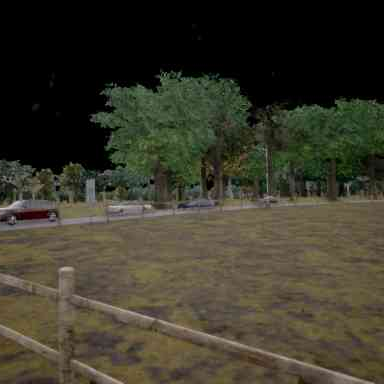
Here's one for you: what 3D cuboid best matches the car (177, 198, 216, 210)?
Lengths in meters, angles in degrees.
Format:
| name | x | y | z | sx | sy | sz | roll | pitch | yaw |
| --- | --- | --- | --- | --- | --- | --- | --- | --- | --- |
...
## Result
| name | x | y | z | sx | sy | sz | roll | pitch | yaw |
| --- | --- | --- | --- | --- | --- | --- | --- | --- | --- |
| car | 0.620 | 1.431 | 40.389 | 2.033 | 1.411 | 5.357 | -2 | -1 | 43 |

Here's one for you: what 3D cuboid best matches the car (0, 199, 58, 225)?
| name | x | y | z | sx | sy | sz | roll | pitch | yaw |
| --- | --- | --- | --- | --- | --- | --- | --- | --- | --- |
| car | -12.140 | 1.356 | 24.102 | 2.097 | 1.767 | 4.553 | -2 | -1 | 35 |

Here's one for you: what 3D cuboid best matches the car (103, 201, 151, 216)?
| name | x | y | z | sx | sy | sz | roll | pitch | yaw |
| --- | --- | --- | --- | --- | --- | --- | --- | --- | --- |
| car | -6.231 | 1.555 | 32.244 | 1.895 | 1.301 | 4.718 | -2 | -1 | 38 |

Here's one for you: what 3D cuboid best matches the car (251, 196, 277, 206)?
| name | x | y | z | sx | sy | sz | roll | pitch | yaw |
| --- | --- | --- | --- | --- | --- | --- | --- | --- | --- |
| car | 10.903 | 1.286 | 49.788 | 4.674 | 1.442 | 1.812 | 0 | -1 | -39 |
